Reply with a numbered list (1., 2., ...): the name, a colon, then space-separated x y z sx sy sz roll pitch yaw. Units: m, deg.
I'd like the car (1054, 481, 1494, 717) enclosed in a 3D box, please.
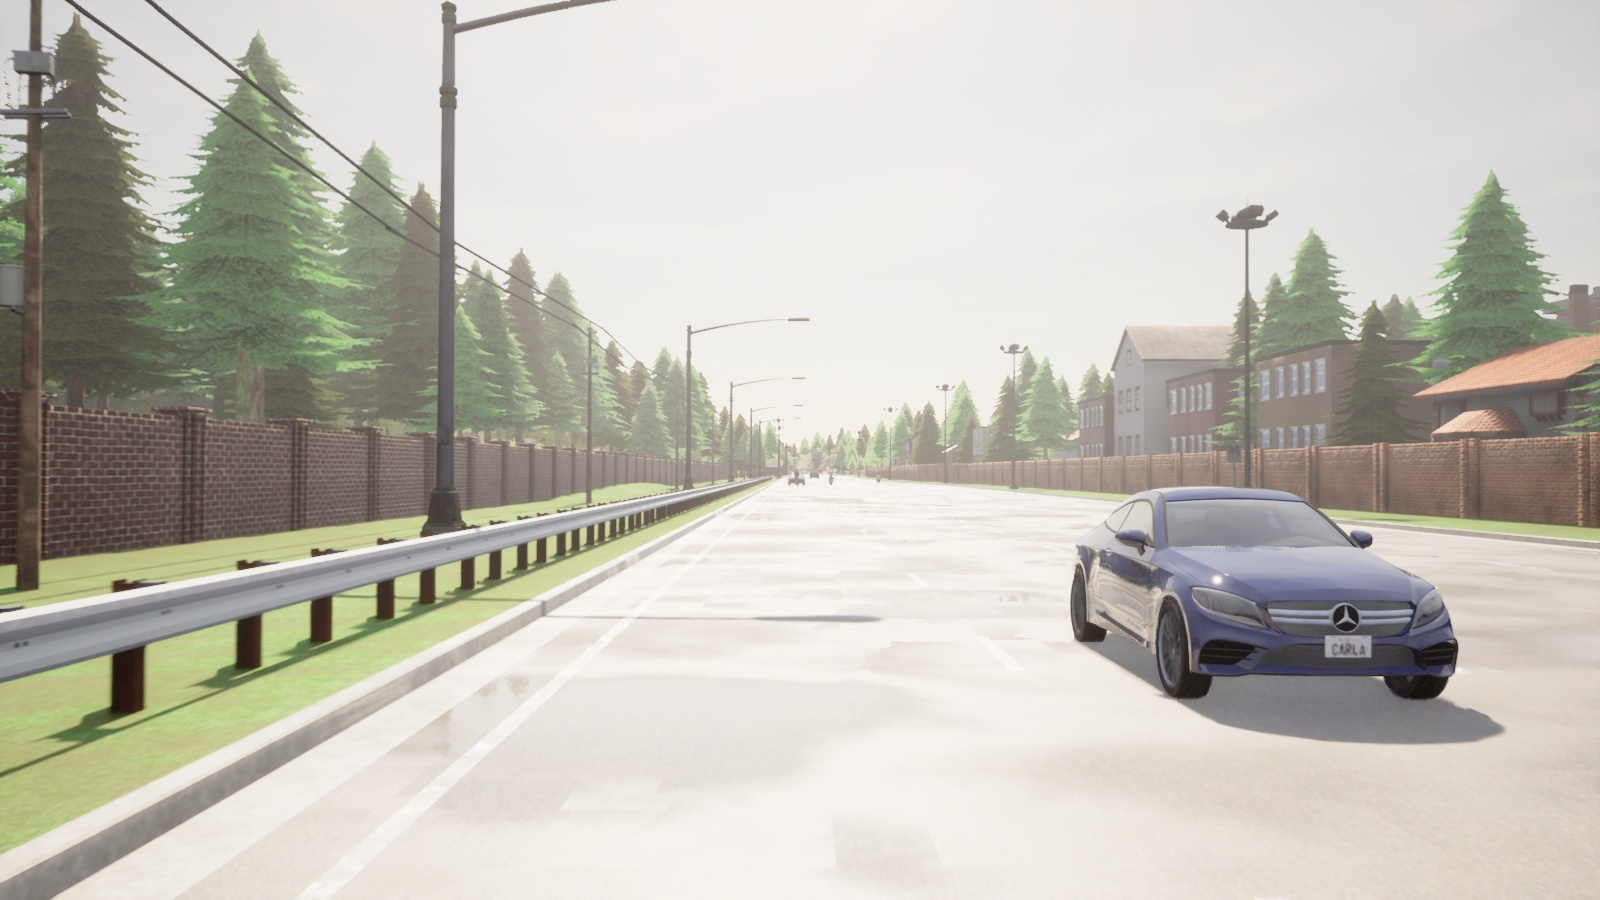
1. car: 3.474 0.999 10.283 1.812 1.442 4.674 0 -1 0
